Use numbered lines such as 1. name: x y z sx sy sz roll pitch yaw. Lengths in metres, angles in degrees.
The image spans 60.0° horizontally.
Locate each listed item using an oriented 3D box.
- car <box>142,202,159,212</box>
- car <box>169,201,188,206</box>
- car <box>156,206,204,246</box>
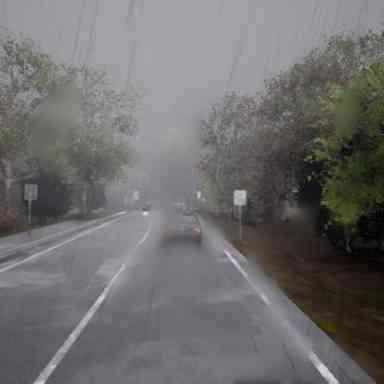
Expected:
1. car: -5.543 1.993 45.190 1.994 1.385 4.181 0 -2 -2
2. car: -1.430 1.704 35.585 2.033 1.411 5.357 0 -1 -2
3. car: -0.492 1.613 15.764 2.033 1.411 5.357 0 0 -3
